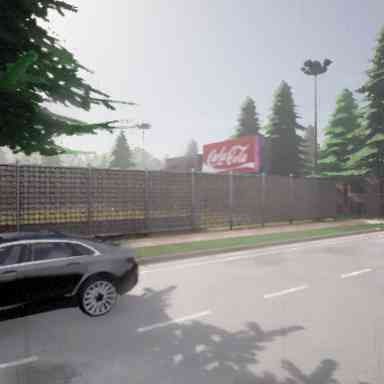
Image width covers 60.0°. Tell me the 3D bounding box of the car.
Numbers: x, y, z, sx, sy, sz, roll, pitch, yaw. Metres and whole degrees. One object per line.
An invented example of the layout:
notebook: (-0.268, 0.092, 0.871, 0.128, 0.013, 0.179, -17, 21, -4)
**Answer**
car: (-3.310, 1.493, 5.914, 4.902, 1.511, 2.128, 0, 0, -35)
